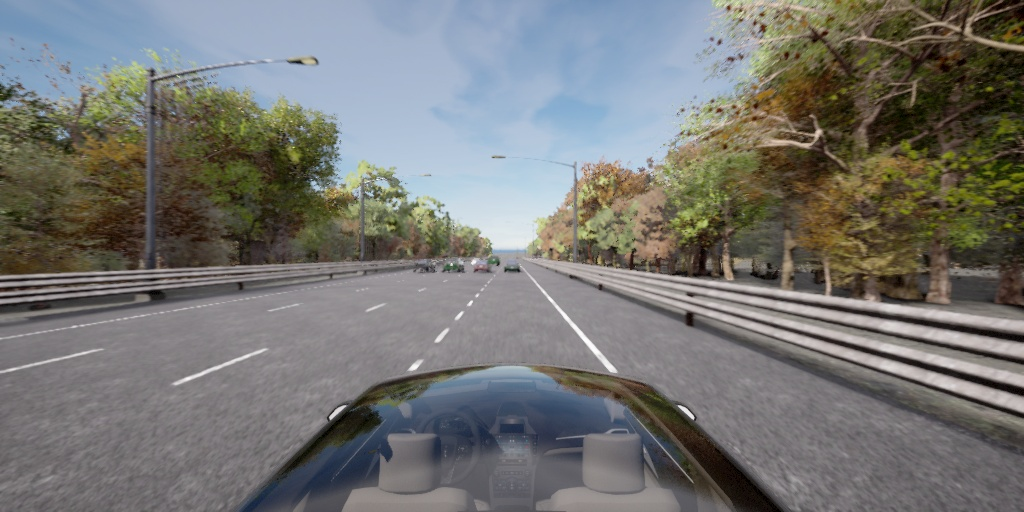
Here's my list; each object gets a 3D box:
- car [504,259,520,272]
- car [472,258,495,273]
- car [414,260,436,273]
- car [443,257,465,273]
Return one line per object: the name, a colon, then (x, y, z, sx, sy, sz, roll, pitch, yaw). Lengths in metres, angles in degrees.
car: (0.025, 1.268, 43.850, 1.994, 1.385, 4.181, 0, 0, 0)
car: (-3.484, 1.251, 42.740, 2.033, 1.411, 5.357, 0, 0, 0)
car: (-10.478, 1.208, 43.336, 1.837, 1.490, 4.892, 0, 0, 0)
car: (-6.979, 1.053, 43.522, 2.097, 1.767, 4.553, 0, 0, 0)
